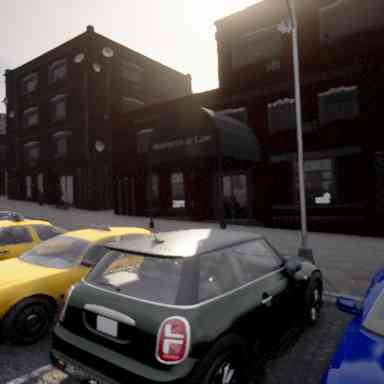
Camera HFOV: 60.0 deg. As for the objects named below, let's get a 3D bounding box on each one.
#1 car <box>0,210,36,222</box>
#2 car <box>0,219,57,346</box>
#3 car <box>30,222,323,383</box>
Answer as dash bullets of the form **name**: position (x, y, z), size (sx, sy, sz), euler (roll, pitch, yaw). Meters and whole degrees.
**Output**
- **car**: position (-4.242, 1.376, 8.620), size (1.946, 1.575, 5.366), euler (1, 1, 36)
- **car**: position (-2.075, 1.421, 6.600), size (1.946, 1.575, 5.366), euler (1, 1, 36)
- **car**: position (0.403, 1.340, 5.003), size (2.185, 1.767, 4.553), euler (1, 0, 36)
